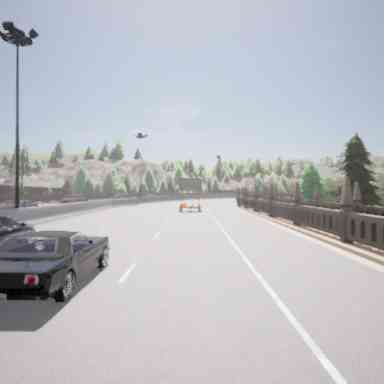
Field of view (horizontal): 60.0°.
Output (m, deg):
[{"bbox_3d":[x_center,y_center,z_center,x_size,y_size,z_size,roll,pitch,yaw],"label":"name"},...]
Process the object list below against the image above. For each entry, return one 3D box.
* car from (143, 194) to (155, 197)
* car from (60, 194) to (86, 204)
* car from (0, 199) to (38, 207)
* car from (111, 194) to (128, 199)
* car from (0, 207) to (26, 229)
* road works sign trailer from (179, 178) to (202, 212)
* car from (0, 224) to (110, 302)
[{"bbox_3d":[-8.737,1.145,67.538,1.812,1.442,4.674,0,0,16],"label":"car"},{"bbox_3d":[-16.794,1.101,47.161,2.097,1.767,4.553,0,0,6],"label":"car"},{"bbox_3d":[-14.086,1.348,26.577,2.128,1.511,4.902,0,0,0],"label":"car"},{"bbox_3d":[-15.263,1.093,70.052,1.882,1.535,5.008,0,0,16],"label":"car"},{"bbox_3d":[-6.903,1.449,10.973,1.837,1.490,4.892,0,0,0],"label":"car"},{"bbox_3d":[-0.153,0.272,35.562,2.380,3.560,2.880,0,0,3],"label":"road works sign trailer"},{"bbox_3d":[-3.402,1.561,8.088,1.895,1.301,4.718,0,0,0],"label":"car"}]
